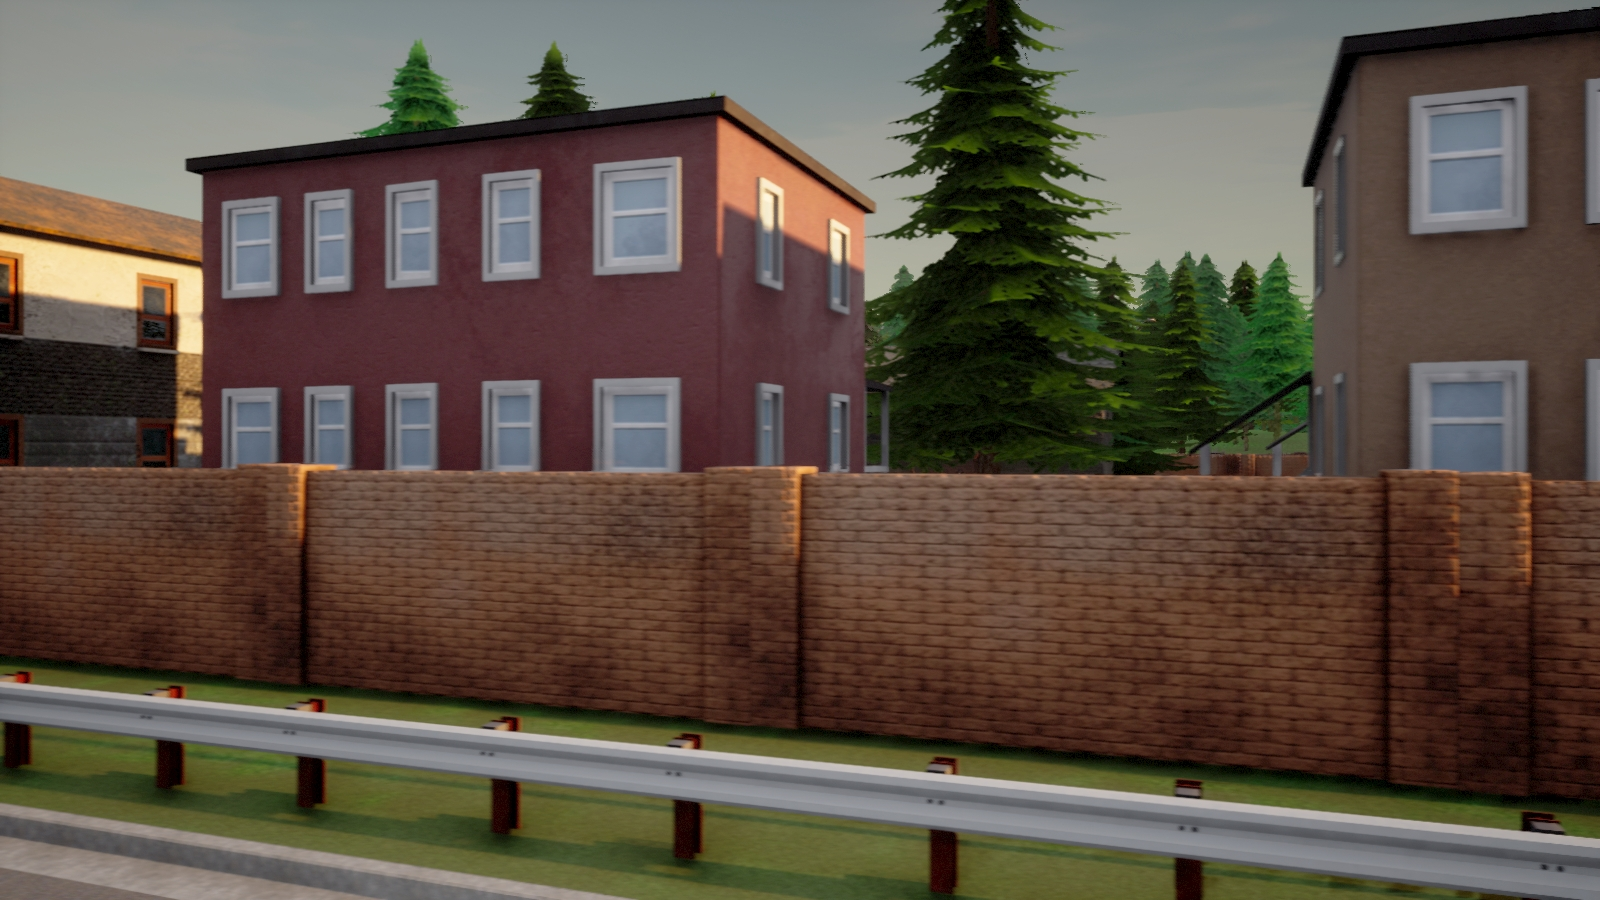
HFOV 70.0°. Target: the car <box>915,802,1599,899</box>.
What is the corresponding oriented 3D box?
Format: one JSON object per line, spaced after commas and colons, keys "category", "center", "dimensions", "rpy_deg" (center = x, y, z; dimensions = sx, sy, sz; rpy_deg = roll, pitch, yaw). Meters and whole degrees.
{"category": "car", "center": [2.430, 2.040, 2.425], "dimensions": [4.514, 1.525, 2.007], "rpy_deg": [0, 0, 20]}
